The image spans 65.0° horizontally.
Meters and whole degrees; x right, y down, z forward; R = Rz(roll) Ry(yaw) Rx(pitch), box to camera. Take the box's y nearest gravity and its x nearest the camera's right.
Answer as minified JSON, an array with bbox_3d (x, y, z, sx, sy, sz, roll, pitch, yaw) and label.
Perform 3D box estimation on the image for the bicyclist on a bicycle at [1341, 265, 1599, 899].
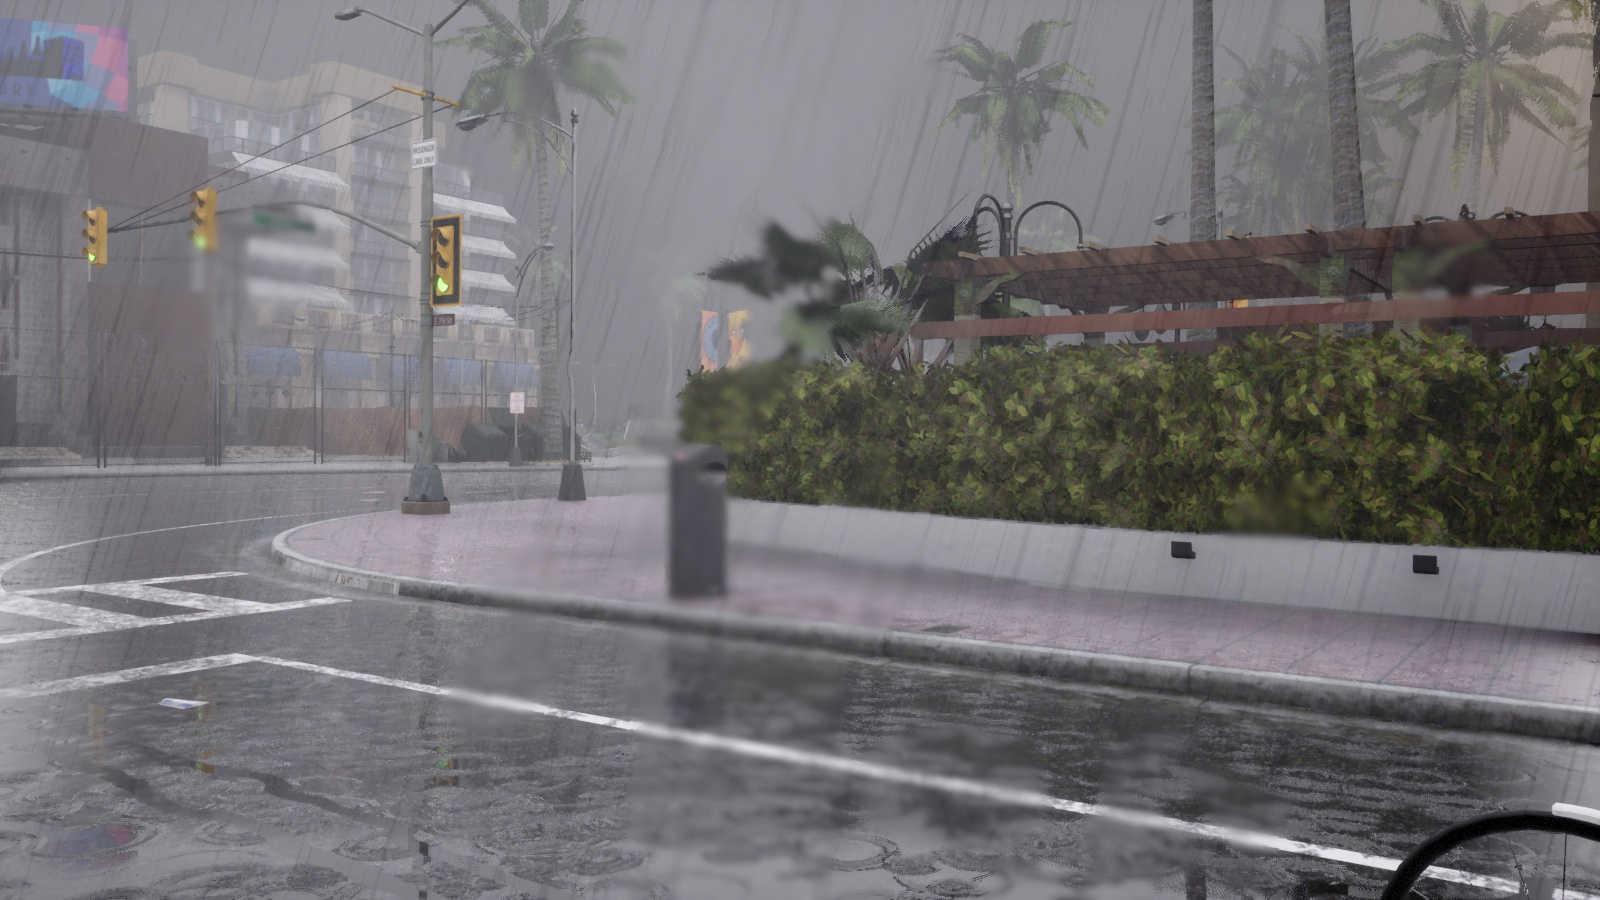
[{"bbox_3d":[2.029,0.553,2.267,1.843,1.776,0.659,0,1,34],"label":"bicyclist on a bicycle"}]
